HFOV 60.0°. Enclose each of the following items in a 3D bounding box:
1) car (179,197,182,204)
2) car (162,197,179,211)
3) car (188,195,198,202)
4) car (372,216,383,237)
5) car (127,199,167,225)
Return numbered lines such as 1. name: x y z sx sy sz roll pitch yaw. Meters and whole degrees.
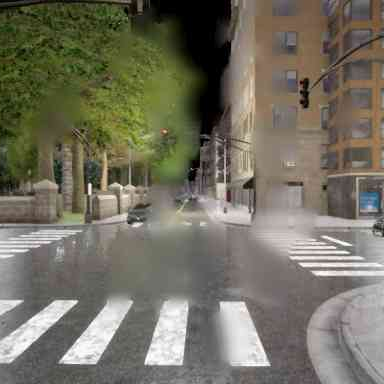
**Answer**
1. car: -2.885 1.519 61.722 1.895 1.301 4.718 0 0 1
2. car: -3.005 1.452 40.340 2.128 1.511 4.902 0 0 0
3. car: 0.205 1.424 70.737 1.812 1.442 4.674 0 0 0
4. car: 11.004 1.366 15.548 4.553 1.767 2.097 0 0 0
5. car: -3.307 1.494 24.077 1.837 1.490 4.892 0 0 4
